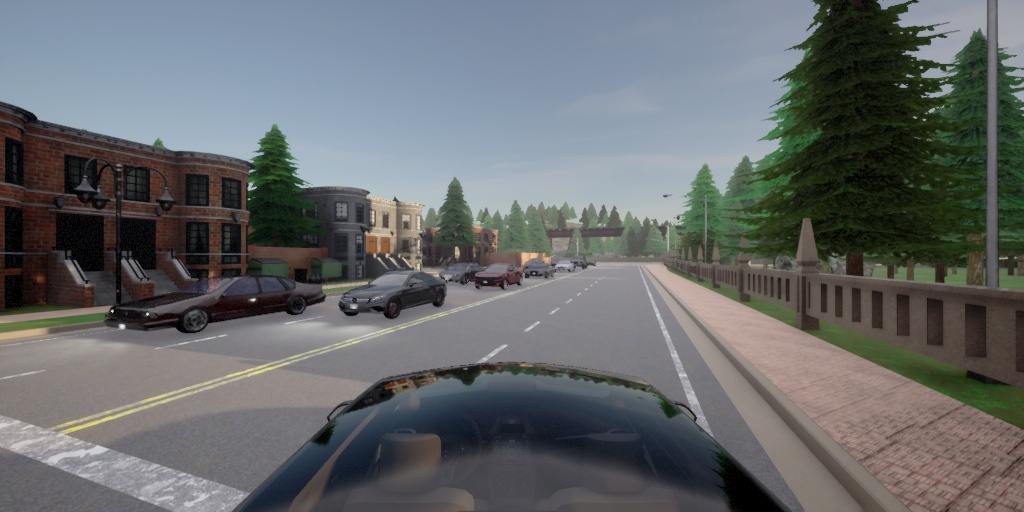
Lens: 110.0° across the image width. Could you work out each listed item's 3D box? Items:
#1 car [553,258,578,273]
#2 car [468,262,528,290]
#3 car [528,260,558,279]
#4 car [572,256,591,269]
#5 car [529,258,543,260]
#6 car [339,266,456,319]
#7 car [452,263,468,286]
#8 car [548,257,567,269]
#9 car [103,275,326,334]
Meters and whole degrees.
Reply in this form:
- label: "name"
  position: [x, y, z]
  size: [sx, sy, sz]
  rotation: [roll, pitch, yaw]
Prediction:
- label: "car"
  position: [6.485, 1.274, 44.048]
  size: [1.812, 1.442, 4.674]
  rotation: [0, 0, 19]
- label: "car"
  position: [-0.737, 1.227, 22.879]
  size: [1.882, 1.535, 5.008]
  rotation: [0, 0, 19]
- label: "car"
  position: [2.529, 1.313, 32.429]
  size: [1.994, 1.385, 4.181]
  rotation: [0, 0, 20]
- label: "car"
  position: [10.214, 0.971, 54.954]
  size: [2.150, 2.045, 5.566]
  rotation: [0, 0, 19]
- label: "car"
  position: [2.797, 1.100, 44.081]
  size: [2.097, 1.767, 4.553]
  rotation: [0, 0, 19]
- label: "car"
  position: [-4.063, 1.275, 13.123]
  size: [1.812, 1.442, 4.674]
  rotation: [0, 0, 19]
- label: "car"
  position: [-3.489, 1.240, 25.656]
  size: [2.128, 1.511, 4.902]
  rotation: [0, 0, 19]
- label: "car"
  position: [7.412, 1.101, 57.741]
  size: [2.097, 1.767, 4.553]
  rotation: [0, 0, 20]
- label: "car"
  position: [-8.459, 1.297, 11.082]
  size: [2.033, 1.411, 5.357]
  rotation: [0, 0, 19]
